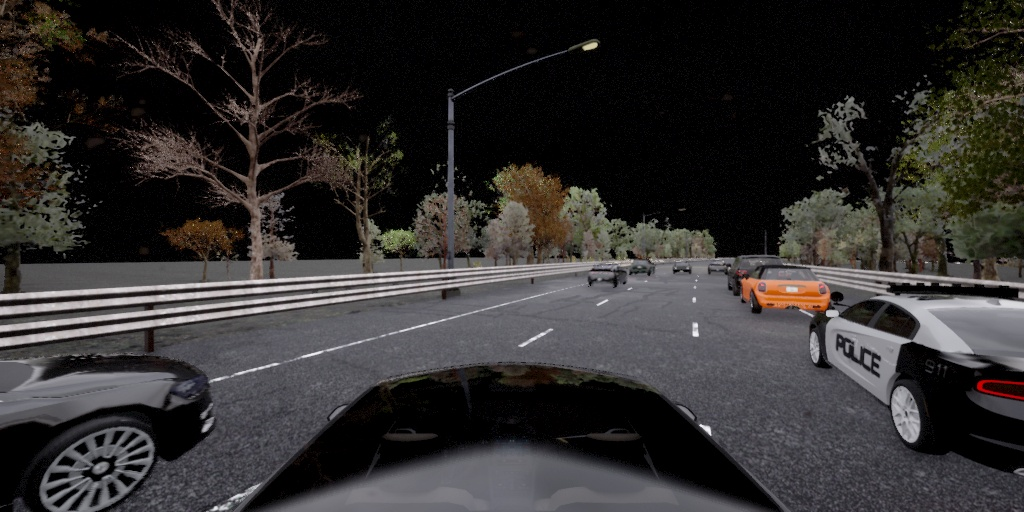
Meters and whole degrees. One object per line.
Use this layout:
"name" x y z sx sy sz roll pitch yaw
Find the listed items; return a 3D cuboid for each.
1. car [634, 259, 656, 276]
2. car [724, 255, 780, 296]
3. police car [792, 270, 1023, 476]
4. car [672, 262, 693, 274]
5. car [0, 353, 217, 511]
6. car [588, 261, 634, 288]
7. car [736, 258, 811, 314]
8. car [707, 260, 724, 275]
"car" 13.782 1.108 37.723 2.097 1.767 4.553 0 0 28
"car" 12.686 0.974 18.753 2.150 2.045 5.566 0 0 27
"police car" 5.618 1.174 4.712 1.930 1.638 5.238 0 0 26
"car" 19.424 1.361 40.777 1.895 1.301 4.718 0 0 29
"car" -4.604 1.242 1.818 2.128 1.511 4.902 0 0 26
"car" 6.456 1.238 23.959 2.128 1.511 4.902 0 0 27
"car" 9.962 1.099 13.425 2.097 1.767 4.553 0 0 27
"car" 22.535 1.252 39.295 2.128 1.511 4.902 0 0 30
